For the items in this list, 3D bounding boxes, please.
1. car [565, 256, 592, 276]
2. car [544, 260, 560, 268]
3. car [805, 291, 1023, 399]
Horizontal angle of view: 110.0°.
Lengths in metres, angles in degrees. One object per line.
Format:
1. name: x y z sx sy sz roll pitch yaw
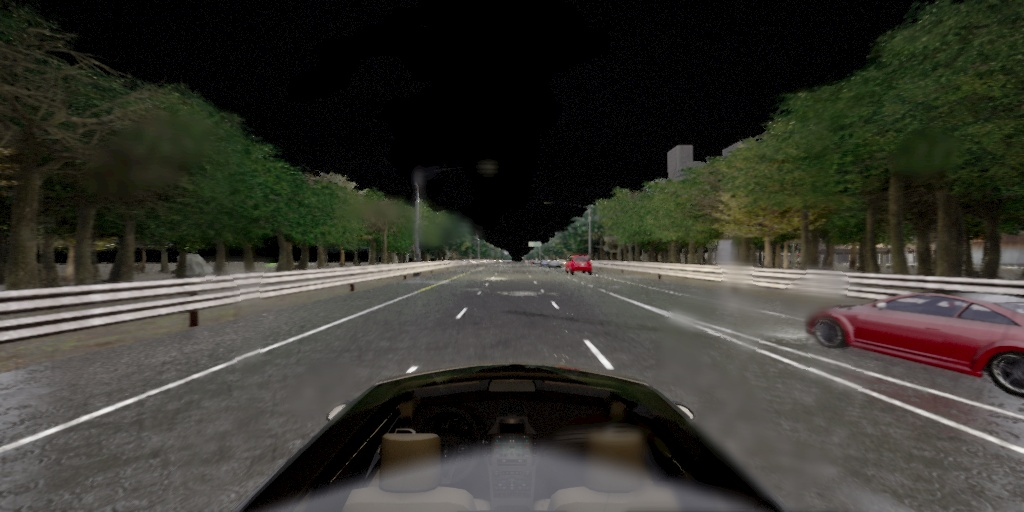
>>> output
1. car: 7.006 0.972 38.153 2.150 2.045 5.566 0 0 0
2. car: 7.072 1.404 61.245 1.994 1.385 4.181 0 0 0
3. car: 7.918 1.324 6.558 1.994 1.385 4.181 0 0 -7
